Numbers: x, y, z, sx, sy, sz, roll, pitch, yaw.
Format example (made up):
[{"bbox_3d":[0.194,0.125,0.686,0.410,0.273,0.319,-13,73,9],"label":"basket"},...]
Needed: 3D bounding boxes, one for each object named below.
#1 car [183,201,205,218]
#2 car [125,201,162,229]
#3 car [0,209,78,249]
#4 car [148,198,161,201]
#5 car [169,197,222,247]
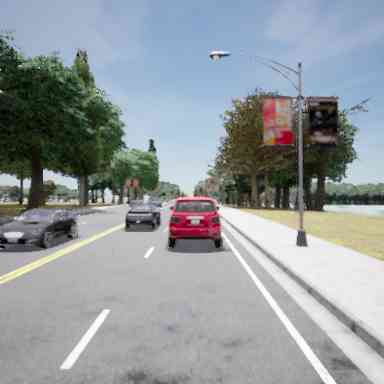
[{"bbox_3d":[0.165,1.695,33.558,2.033,1.411,5.357,0,-1,0],"label":"car"},{"bbox_3d":[-3.101,1.546,21.763,2.128,1.511,4.902,0,0,0],"label":"car"},{"bbox_3d":[-6.568,1.509,14.645,2.128,1.511,4.902,0,0,0],"label":"car"},{"bbox_3d":[-6.411,1.813,57.771,2.097,1.767,4.553,0,-1,1],"label":"car"},{"bbox_3d":[0.134,1.246,15.316,2.150,2.045,5.566,0,0,0],"label":"car"}]
